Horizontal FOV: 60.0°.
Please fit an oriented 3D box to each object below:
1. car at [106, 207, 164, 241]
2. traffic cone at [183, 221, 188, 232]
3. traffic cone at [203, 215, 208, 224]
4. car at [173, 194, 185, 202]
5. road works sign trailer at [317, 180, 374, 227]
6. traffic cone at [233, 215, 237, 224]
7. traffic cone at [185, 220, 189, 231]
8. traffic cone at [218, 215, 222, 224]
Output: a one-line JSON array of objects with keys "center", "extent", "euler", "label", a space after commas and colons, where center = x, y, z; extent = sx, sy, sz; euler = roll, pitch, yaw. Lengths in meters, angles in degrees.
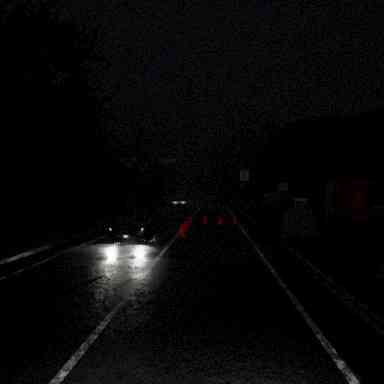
[{"center": [-2.603, 1.459, 16.549], "extent": [2.033, 1.411, 5.357], "euler": [0, 0, 4], "label": "car"}, {"center": [-0.494, 1.878, 16.359], "extent": [0.340, 0.580, 0.340], "euler": [0, 0, 4], "label": "traffic cone"}, {"center": [0.902, 1.854, 22.272], "extent": [0.340, 0.580, 0.340], "euler": [0, 0, 4], "label": "traffic cone"}, {"center": [-2.692, 1.191, 68.381], "extent": [1.882, 1.535, 5.008], "euler": [-1, 0, -9], "label": "car"}, {"center": [7.920, 0.515, 18.580], "extent": [3.560, 2.380, 2.880], "euler": [-5, 7, -42], "label": "road works sign trailer"}, {"center": [2.866, 1.863, 22.271], "extent": [0.340, 0.580, 0.340], "euler": [0, 0, 10], "label": "traffic cone"}, {"center": [-0.361, 1.868, 18.355], "extent": [0.340, 0.580, 0.340], "euler": [0, 0, 4], "label": "traffic cone"}, {"center": [1.892, 1.859, 22.205], "extent": [0.340, 0.580, 0.340], "euler": [0, 0, 4], "label": "traffic cone"}]
